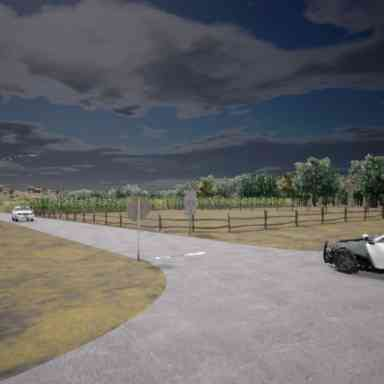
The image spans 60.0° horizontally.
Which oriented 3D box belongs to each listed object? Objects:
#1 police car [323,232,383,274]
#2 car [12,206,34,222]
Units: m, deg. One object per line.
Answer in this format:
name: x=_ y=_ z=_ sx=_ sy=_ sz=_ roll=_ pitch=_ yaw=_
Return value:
police car: x=6.111 y=1.632 z=9.089 sx=2.038 sy=1.542 sz=4.974 roll=1 pitch=-2 yaw=-35
car: x=-23.631 y=3.030 z=46.373 sx=2.150 sy=2.045 sz=5.566 roll=1 pitch=-3 yaw=-35
